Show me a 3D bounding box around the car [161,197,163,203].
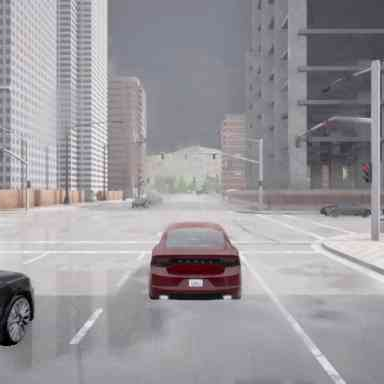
[{"bbox_3d":[-6.906,1.547,67.039,2.033,1.411,5.357,0,0,1],"label":"car"}]

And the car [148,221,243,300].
[{"bbox_3d":[0.061,1.478,8.432,1.882,1.535,5.008,0,0,0],"label":"car"}]

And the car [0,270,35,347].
[{"bbox_3d":[-3.450,1.492,3.430,2.128,1.511,4.902,0,0,0],"label":"car"}]

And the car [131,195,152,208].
[{"bbox_3d":[-7.262,1.504,46.936,1.837,1.490,4.892,0,0,1],"label":"car"}]

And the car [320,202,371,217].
[{"bbox_3d":[13.913,1.564,30.259,4.181,1.385,1.994,0,0,0],"label":"car"}]

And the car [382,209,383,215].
[{"bbox_3d":[18.465,1.221,26.732,5.566,2.045,2.150,0,0,0],"label":"car"}]

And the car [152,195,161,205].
[{"bbox_3d":[-7.111,1.351,56.770,2.097,1.767,4.553,0,0,1],"label":"car"}]
